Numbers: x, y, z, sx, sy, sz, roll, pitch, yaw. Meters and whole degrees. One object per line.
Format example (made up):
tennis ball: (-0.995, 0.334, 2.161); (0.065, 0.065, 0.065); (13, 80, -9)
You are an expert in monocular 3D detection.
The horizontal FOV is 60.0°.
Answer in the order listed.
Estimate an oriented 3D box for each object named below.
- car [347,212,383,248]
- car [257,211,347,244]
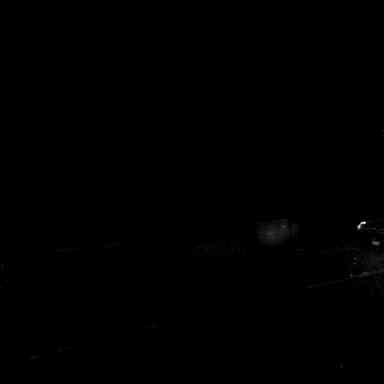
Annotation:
car: (8.759, 1.314, 13.462); (4.553, 1.767, 2.097); (0, 0, -30)
car: (5.342, 1.557, 15.547); (4.718, 1.301, 1.895); (0, 0, -31)
